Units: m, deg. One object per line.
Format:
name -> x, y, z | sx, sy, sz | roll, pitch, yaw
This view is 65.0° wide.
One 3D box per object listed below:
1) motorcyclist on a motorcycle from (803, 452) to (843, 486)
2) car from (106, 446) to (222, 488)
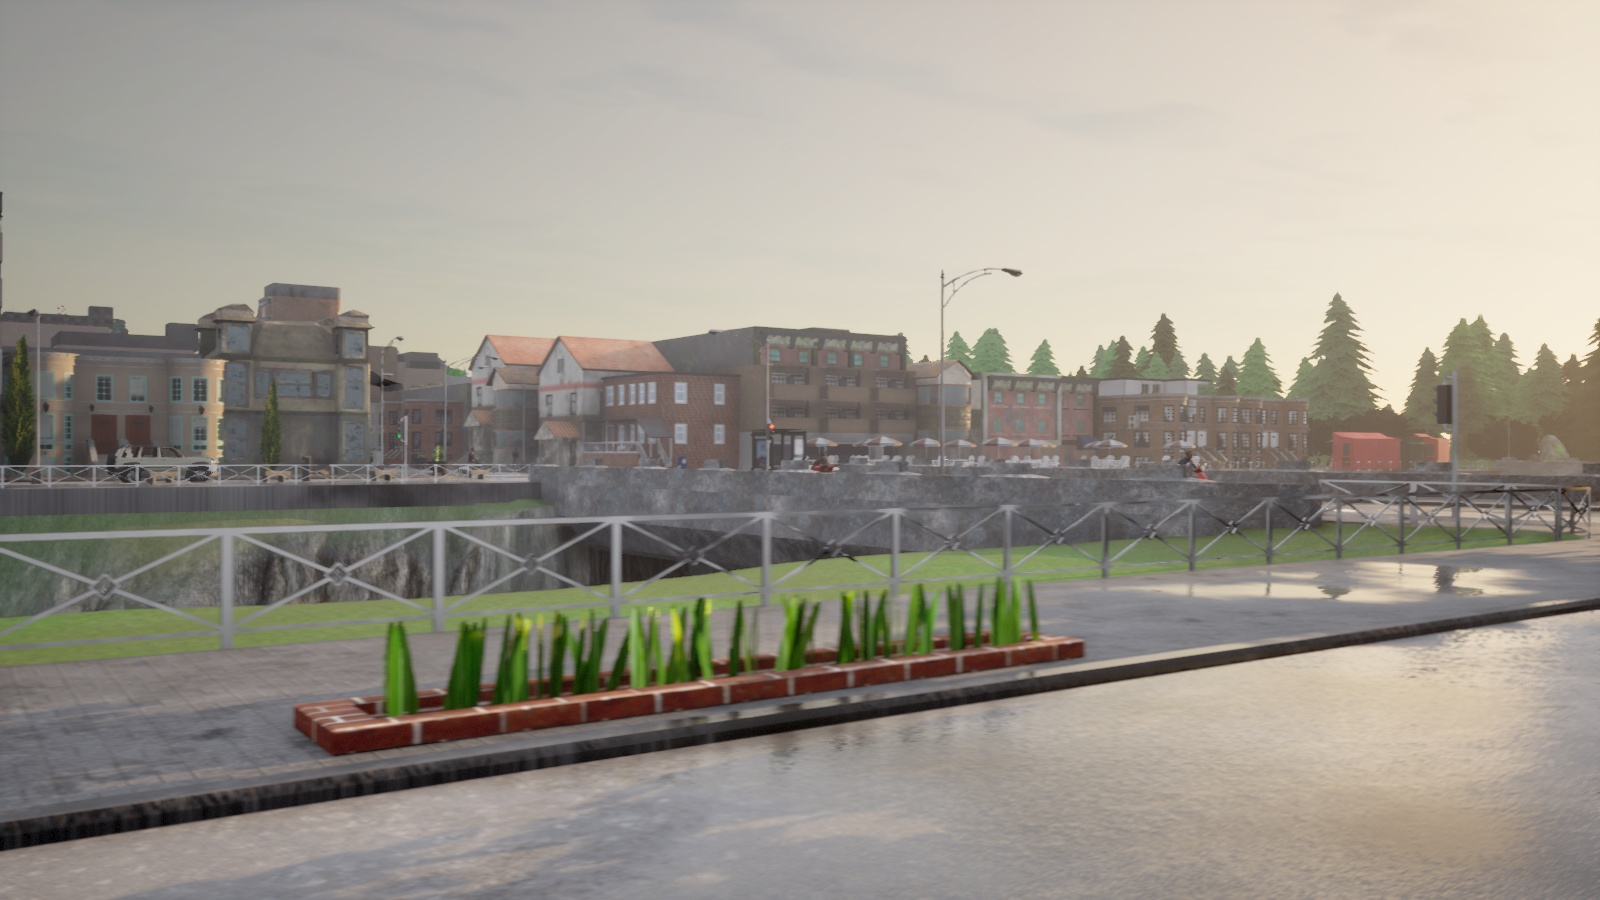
motorcyclist on a motorcycle -> 1.059, 0.867, 57.913 | 0.797, 1.523, 2.044 | 0, 0, -34
car -> -29.747, 0.768, 58.764 | 4.605, 1.855, 1.932 | 0, 0, -35
